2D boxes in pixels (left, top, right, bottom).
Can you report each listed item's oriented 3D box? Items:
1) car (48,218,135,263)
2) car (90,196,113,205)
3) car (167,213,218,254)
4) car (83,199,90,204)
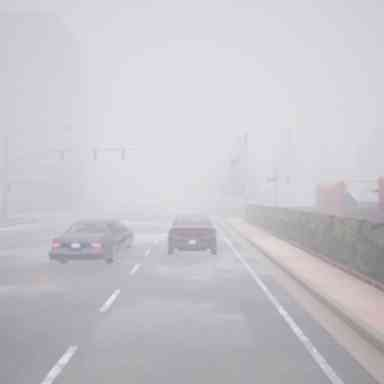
[{"bbox_3d":[-3.489,1.683,12.502,2.033,1.411,5.357,0,-1,0],"label":"car"},{"bbox_3d":[-22.079,2.105,82.392,5.566,2.045,2.150,0,-1,38],"label":"car"},{"bbox_3d":[0.028,1.631,14.238,1.882,1.535,5.008,0,0,0],"label":"car"},{"bbox_3d":[-27.170,2.497,89.644,5.357,1.411,2.033,0,-1,24],"label":"car"}]
